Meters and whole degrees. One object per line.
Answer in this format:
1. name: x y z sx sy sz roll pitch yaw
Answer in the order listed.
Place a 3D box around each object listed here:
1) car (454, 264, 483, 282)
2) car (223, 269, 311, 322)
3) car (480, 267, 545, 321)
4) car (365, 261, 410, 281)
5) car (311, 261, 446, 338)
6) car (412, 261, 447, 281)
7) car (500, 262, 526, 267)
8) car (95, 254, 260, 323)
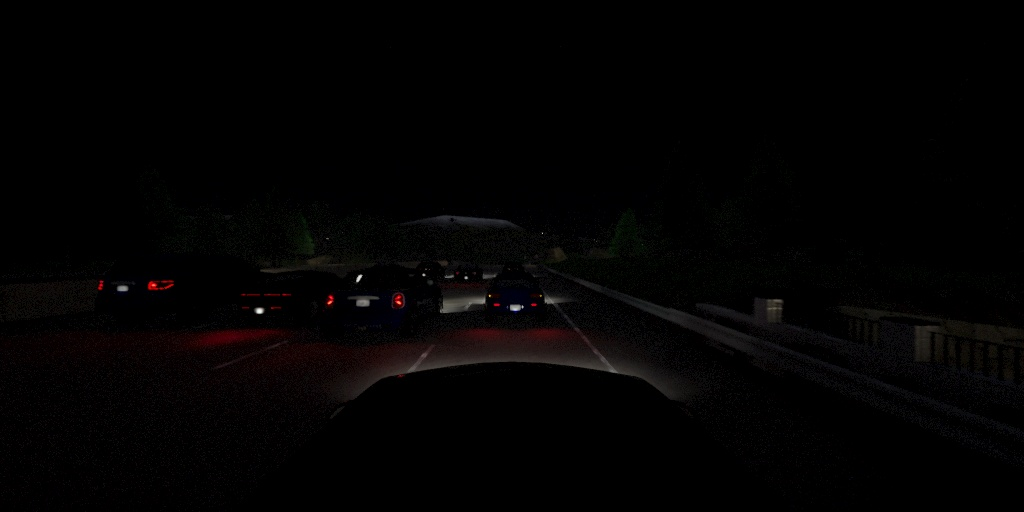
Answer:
1. car: -3.394 1.314 28.807 1.895 1.301 4.718 0 0 0
2. car: -6.898 1.240 12.217 1.837 1.490 4.892 0 0 0
3. car: 0.089 1.260 12.258 1.812 1.442 4.674 0 0 0
4. car: -10.394 1.203 30.346 2.128 1.511 4.902 0 0 0
5. car: -3.398 1.089 10.308 2.097 1.767 4.553 0 0 0
6. car: -6.893 1.216 30.406 1.837 1.490 4.892 0 0 0
7. car: 0.105 1.212 30.410 1.837 1.490 4.892 0 0 0
8. car: -10.397 0.957 12.258 2.150 2.045 5.566 0 0 0
